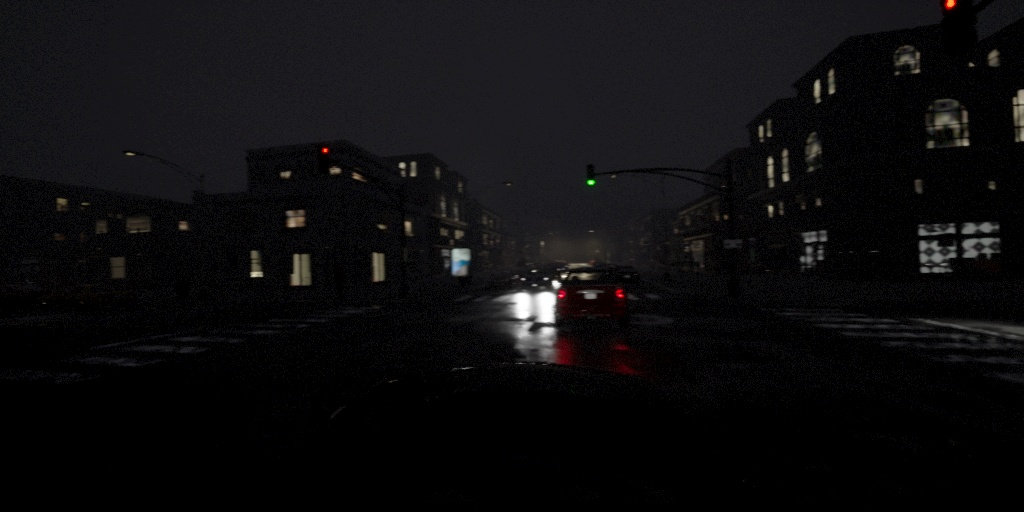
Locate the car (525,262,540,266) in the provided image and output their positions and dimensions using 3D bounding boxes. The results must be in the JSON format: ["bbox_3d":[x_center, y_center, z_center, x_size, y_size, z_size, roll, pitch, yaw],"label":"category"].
[{"bbox_3d":[1.580,1.627,37.141,2.007,1.370,4.403,0,0,11],"label":"car"}]

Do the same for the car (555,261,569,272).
[{"bbox_3d":[7.764,1.559,55.030,1.882,1.535,5.008,-2,-1,11],"label":"car"}]

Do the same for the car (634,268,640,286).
[{"bbox_3d":[7.700,1.326,24.694,1.948,1.339,4.313,0,0,11],"label":"car"}]

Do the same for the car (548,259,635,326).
[{"bbox_3d":[2.562,1.132,11.946,2.097,1.767,4.553,-2,-1,11],"label":"car"}]

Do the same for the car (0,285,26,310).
[{"bbox_3d":[-27.379,2.241,19.753,4.207,1.307,1.802,0,0,12],"label":"car"}]

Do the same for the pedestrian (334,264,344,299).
[{"bbox_3d":[-9.003,1.329,18.775,0.375,1.860,0.375,-2,-1,12],"label":"pedestrian"}]

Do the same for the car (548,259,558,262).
[{"bbox_3d":[5.766,1.508,44.734,1.882,1.535,5.008,-2,-1,11],"label":"car"}]

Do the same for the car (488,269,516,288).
[{"bbox_3d":[-0.521,1.607,26.300,1.802,1.307,4.207,0,0,11],"label":"car"}]

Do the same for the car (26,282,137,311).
[{"bbox_3d":[-22.128,2.033,18.651,4.829,1.417,1.751,0,0,12],"label":"car"}]

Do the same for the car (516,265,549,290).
[{"bbox_3d":[1.810,1.538,24.685,1.895,1.301,4.718,-2,-1,10],"label":"car"}]

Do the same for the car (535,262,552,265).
[{"bbox_3d":[3.728,1.548,34.568,1.994,1.385,4.181,-2,-1,11],"label":"car"}]
